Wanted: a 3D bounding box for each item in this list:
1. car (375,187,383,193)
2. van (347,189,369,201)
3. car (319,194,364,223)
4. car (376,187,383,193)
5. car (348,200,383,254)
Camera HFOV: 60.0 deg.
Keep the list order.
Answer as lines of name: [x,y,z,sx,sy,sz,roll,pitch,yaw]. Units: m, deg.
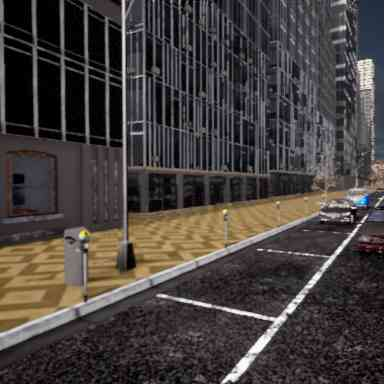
car: [41.238,-0.428,72.898,1.887,1.381,4.507,1,2,31]
van: [14.549,0.587,29.175,1.690,1.788,3.998,1,2,31]
car: [8.619,1.056,19.465,2.008,1.369,4.403,1,2,31]
car: [44.204,-0.530,77.757,1.802,1.307,4.206,1,2,31]
car: [6.991,1.243,11.636,2.033,1.411,5.357,1,2,31]
